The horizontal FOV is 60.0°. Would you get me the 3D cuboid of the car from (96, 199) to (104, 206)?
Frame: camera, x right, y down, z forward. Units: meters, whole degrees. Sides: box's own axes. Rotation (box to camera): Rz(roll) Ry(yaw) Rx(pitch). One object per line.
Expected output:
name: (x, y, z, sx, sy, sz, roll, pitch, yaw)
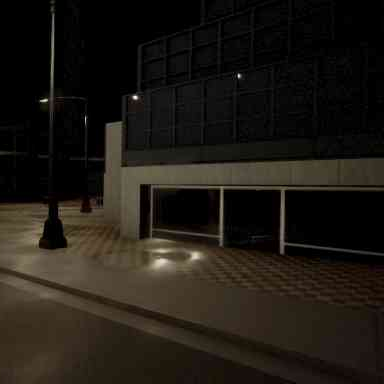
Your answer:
car: (-10.023, 1.147, 42.911, 1.895, 1.301, 4.718, 1, 1, 36)
